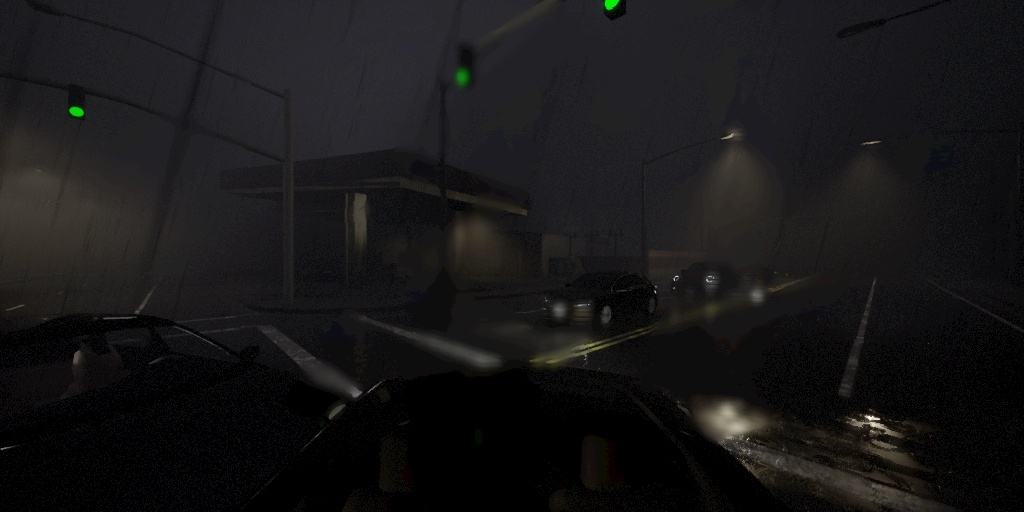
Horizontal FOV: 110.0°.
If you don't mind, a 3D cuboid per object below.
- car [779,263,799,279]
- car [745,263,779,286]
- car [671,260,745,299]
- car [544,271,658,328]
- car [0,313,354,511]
[{"bbox_3d":[24.202,1.314,32.129,4.181,1.385,1.994,0,0,-44],"label":"car"},{"bbox_3d":[16.977,1.314,25.169,1.994,1.385,4.181,0,0,45],"label":"car"},{"bbox_3d":[9.960,1.102,18.350,4.553,1.767,2.097,0,0,-44],"label":"car"},{"bbox_3d":[3.032,1.255,11.595,4.892,1.490,1.837,0,0,-45],"label":"car"},{"bbox_3d":[-3.387,1.242,2.660,4.902,1.511,2.128,0,0,16],"label":"car"}]
